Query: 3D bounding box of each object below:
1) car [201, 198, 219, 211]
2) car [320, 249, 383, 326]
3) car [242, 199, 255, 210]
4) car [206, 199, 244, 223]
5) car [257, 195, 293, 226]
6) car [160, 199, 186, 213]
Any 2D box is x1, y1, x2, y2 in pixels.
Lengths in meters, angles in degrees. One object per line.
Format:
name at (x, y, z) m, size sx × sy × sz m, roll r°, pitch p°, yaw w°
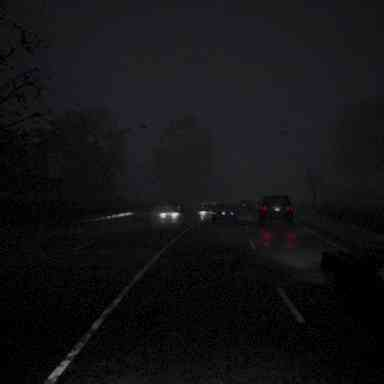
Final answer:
car at (2.535, 1.448, 40.849) m, size 1.882 × 1.535 × 5.008 m, roll 0°, pitch 0°, yaw 16°
car at (3.822, 1.604, 5.640) m, size 1.895 × 1.301 × 4.718 m, roll 0°, pitch 0°, yaw 3°
car at (6.880, 1.549, 42.417) m, size 1.994 × 1.385 × 4.181 m, roll 0°, pitch 0°, yaw 17°
car at (2.659, 1.534, 25.592) m, size 2.033 × 1.411 × 5.357 m, roll 0°, pitch 0°, yaw 11°
car at (5.877, 1.219, 23.804) m, size 2.150 × 2.045 × 5.566 m, roll 0°, pitch 0°, yaw 10°
car at (-2.099, 1.523, 37.167) m, size 1.994 × 1.385 × 4.181 m, roll 0°, pitch 0°, yaw 15°
